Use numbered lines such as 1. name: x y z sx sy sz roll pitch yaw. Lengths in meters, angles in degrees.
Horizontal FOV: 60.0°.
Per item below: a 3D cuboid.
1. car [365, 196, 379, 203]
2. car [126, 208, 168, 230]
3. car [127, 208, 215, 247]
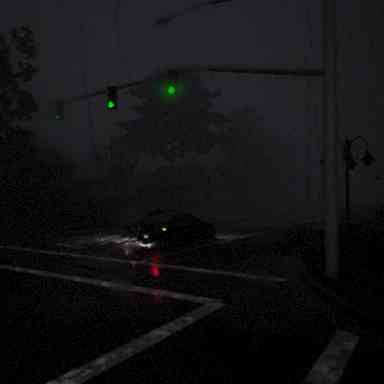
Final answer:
1. car: 43.587 1.984 81.172 1.994 1.385 4.181 -1 0 34
2. car: -1.976 1.751 20.447 1.812 1.442 4.674 -1 0 34
3. car: -0.667 1.703 16.003 1.812 1.442 4.674 -1 -1 34
